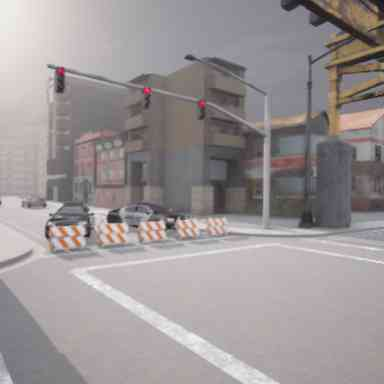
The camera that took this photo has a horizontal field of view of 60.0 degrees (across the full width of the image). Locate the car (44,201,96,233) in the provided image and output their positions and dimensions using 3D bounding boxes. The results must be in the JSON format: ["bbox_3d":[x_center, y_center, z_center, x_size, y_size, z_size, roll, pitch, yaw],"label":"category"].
[{"bbox_3d":[-5.941,1.164,16.684,1.853,1.218,4.536,1,0,-13],"label":"car"}]

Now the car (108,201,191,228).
[{"bbox_3d":[-2.481,1.209,18.943,4.536,1.218,1.853,1,0,32],"label":"car"}]

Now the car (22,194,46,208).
[{"bbox_3d":[-18.878,1.077,39.825,2.038,1.542,4.974,1,0,-38],"label":"car"}]

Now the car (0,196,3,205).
[{"bbox_3d":[-26.778,0.950,44.513,2.038,1.542,4.974,1,0,-38],"label":"car"}]

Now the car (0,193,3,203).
[{"bbox_3d":[-26.807,0.792,44.553,1.853,1.218,4.536,1,0,-38],"label":"car"}]

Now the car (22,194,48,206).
[{"bbox_3d":[-18.908,0.919,39.866,1.853,1.218,4.536,1,0,-38],"label":"car"}]

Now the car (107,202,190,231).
[{"bbox_3d":[-2.439,1.367,18.916,4.974,1.542,2.038,1,0,32],"label":"car"}]

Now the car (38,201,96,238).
[{"bbox_3d":[-5.932,1.322,16.634,2.038,1.542,4.974,1,0,-13],"label":"car"}]
